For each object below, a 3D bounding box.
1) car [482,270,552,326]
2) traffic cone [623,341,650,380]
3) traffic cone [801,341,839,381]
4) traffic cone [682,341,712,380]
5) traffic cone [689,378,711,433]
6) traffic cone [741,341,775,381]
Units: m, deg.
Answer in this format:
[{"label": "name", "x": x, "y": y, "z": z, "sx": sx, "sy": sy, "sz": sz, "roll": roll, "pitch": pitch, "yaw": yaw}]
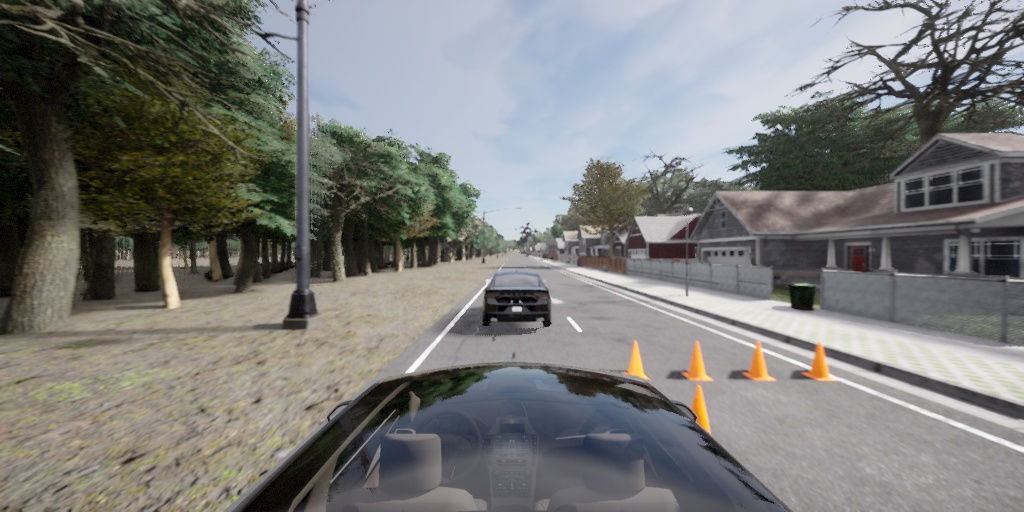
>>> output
[{"label": "car", "x": 0.137, "y": 1.176, "z": 11.506, "sx": 1.882, "sy": 1.535, "sz": 5.008, "roll": 0, "pitch": 0, "yaw": 0}, {"label": "traffic cone", "x": 2.024, "y": 1.685, "z": 5.873, "sx": 0.340, "sy": 0.580, "sz": 0.340, "roll": 0, "pitch": 0, "yaw": 0}, {"label": "traffic cone", "x": 5.024, "y": 1.688, "z": 5.861, "sx": 0.340, "sy": 0.580, "sz": 0.340, "roll": 0, "pitch": 0, "yaw": 0}, {"label": "traffic cone", "x": 3.024, "y": 1.686, "z": 5.869, "sx": 0.340, "sy": 0.580, "sz": 0.340, "roll": 0, "pitch": 0, "yaw": 0}, {"label": "traffic cone", "x": 2.016, "y": 1.696, "z": 3.873, "sx": 0.340, "sy": 0.580, "sz": 0.340, "roll": 0, "pitch": 0, "yaw": 0}, {"label": "traffic cone", "x": 4.024, "y": 1.687, "z": 5.865, "sx": 0.340, "sy": 0.580, "sz": 0.340, "roll": 0, "pitch": 0, "yaw": 0}]
